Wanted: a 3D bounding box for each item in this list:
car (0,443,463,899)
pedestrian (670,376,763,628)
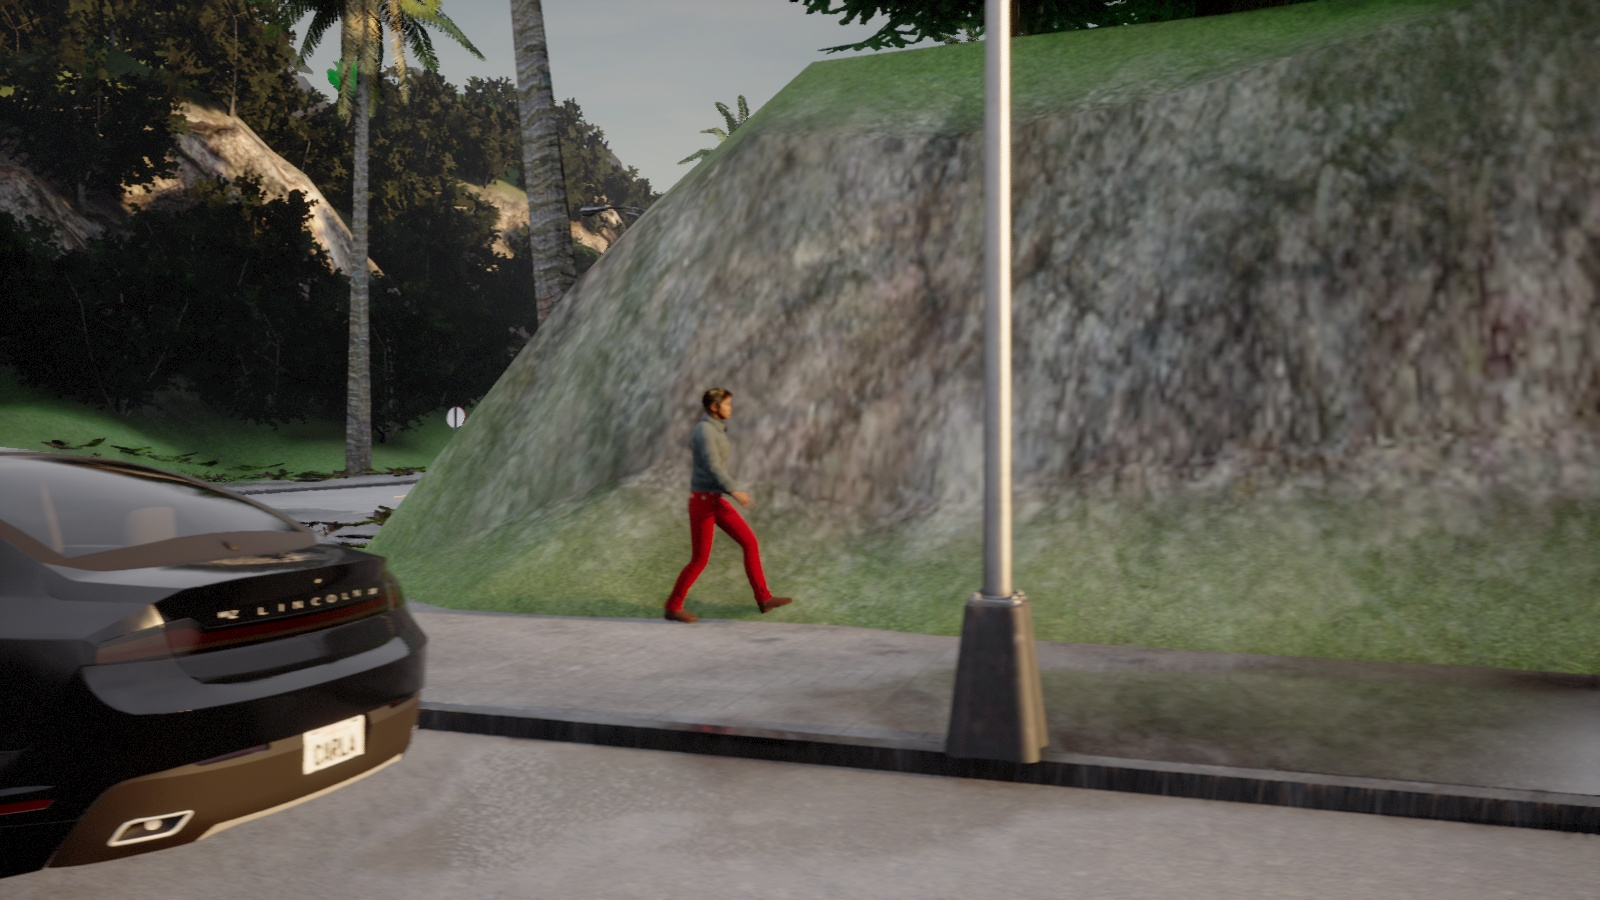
[{"bbox_3d":[-4.009,0.724,5.143,4.892,1.490,1.837,1,1,19],"label":"car"},{"bbox_3d":[-0.625,0.376,9.455,0.614,1.847,0.353,1,1,14],"label":"pedestrian"}]
